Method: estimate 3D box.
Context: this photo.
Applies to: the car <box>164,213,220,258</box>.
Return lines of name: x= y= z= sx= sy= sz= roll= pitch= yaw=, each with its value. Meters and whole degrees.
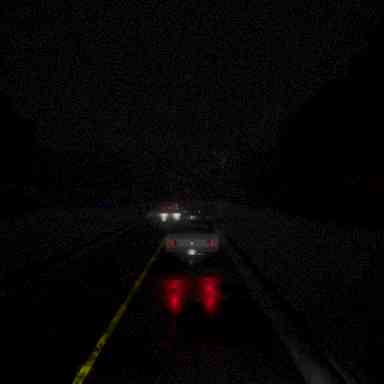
car: x=0.019 y=1.733 z=13.273 sx=1.895 sy=1.301 sz=4.718 roll=0 pitch=-1 yaw=0

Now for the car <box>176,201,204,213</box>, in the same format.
car: x=0.021 y=1.783 z=28.531 sx=2.128 sy=1.511 sz=4.902 roll=0 pitch=0 yaw=0

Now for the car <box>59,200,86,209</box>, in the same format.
car: x=-20.220 y=2.110 z=56.229 sx=4.097 sy=1.590 sz=1.967 roll=0 pitch=-1 yaw=0

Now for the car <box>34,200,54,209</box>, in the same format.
car: x=-25.695 y=2.126 z=56.202 sx=4.097 sy=1.590 sz=1.967 roll=0 pitch=-1 yaw=0

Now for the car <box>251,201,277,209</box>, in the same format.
car: x=12.258 y=2.139 z=56.385 sx=4.403 sy=1.369 sz=2.008 roll=0 pitch=-1 yaw=0

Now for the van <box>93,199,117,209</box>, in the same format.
van: x=-14.745 y=1.996 z=56.256 sx=3.998 sy=1.788 sz=1.690 roll=0 pitch=-1 yaw=0

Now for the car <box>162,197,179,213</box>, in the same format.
car: x=-2.759 y=1.703 z=44.523 sx=2.150 sy=2.045 sz=5.566 roll=0 pitch=-1 yaw=0
